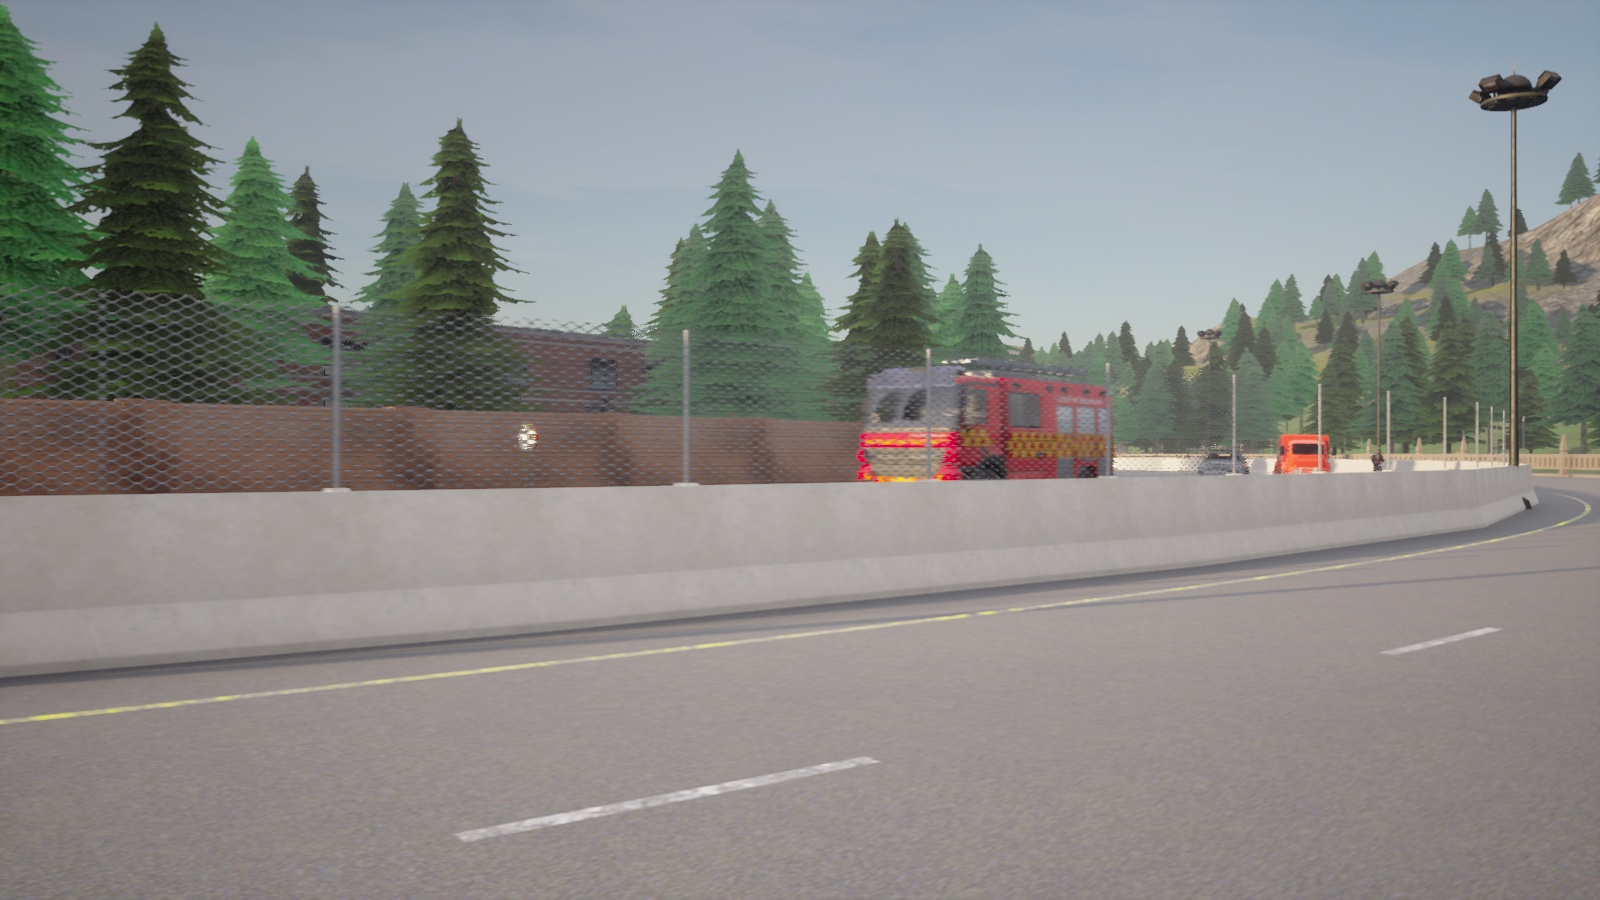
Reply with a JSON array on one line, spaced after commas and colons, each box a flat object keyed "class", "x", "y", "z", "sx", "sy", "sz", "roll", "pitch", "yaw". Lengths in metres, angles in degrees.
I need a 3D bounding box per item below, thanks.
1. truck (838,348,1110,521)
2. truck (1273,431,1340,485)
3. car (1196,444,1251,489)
[{"class": "truck", "x": 4.687, "y": -0.339, "z": 31.996, "sx": 2.891, "sy": 3.827, "sz": 8.468, "roll": 0, "pitch": 0, "yaw": 39}, {"class": "truck", "x": 24.520, "y": 0.374, "z": 60.994, "sx": 2.627, "sy": 2.467, "sz": 5.204, "roll": 0, "pitch": 0, "yaw": 18}, {"class": "car", "x": 18.482, "y": 0.674, "z": 54.670, "sx": 1.932, "sy": 1.855, "sz": 4.605, "roll": 0, "pitch": 0, "yaw": 23}]
